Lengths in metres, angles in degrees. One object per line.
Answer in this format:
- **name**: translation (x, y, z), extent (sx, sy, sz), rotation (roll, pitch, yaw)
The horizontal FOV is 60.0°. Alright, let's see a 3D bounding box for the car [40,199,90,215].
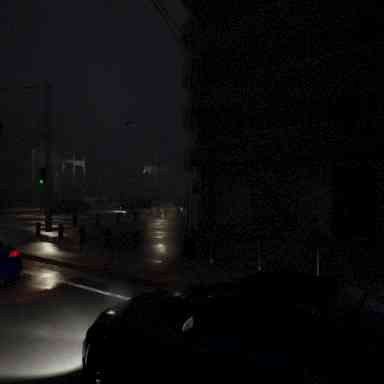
- **car**: translation (-12.553, 1.449, 33.120), extent (1.837, 1.490, 4.892), rotation (0, 0, 36)

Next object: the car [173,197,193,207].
- **car**: translation (-0.769, 1.449, 49.409), extent (1.837, 1.490, 4.892), rotation (0, 0, 36)

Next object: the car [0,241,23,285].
- **car**: translation (-6.091, 1.564, 8.317), extent (4.181, 1.385, 1.994), rotation (0, 0, 36)

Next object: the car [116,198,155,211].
- **car**: translation (-6.824, 1.492, 41.052), extent (2.033, 1.411, 5.357), rotation (0, 0, 36)

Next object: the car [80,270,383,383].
- **car**: translation (0.761, 1.564, 3.448), extent (4.181, 1.385, 1.994), rotation (0, 0, 36)
